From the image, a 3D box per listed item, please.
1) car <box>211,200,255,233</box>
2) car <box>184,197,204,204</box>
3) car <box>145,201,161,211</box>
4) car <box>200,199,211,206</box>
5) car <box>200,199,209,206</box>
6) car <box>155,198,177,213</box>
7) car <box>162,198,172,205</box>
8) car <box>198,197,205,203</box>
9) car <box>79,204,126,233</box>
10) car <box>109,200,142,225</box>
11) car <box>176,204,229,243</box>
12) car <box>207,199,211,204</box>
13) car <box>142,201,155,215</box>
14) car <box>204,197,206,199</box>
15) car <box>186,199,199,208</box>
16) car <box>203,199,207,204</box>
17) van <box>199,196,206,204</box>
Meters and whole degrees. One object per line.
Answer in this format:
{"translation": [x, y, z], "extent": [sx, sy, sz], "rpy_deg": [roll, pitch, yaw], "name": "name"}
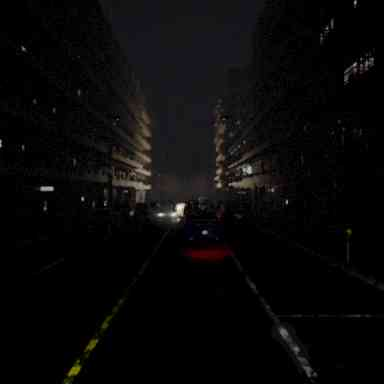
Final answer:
{"translation": [2.640, 1.502, 20.984], "extent": [2.192, 1.841, 5.009], "rpy_deg": [-1, 0, 0], "name": "car"}
{"translation": [0.097, 1.709, 41.364], "extent": [2.097, 1.767, 4.553], "rpy_deg": [0, 0, 0], "name": "car"}
{"translation": [-5.704, 1.988, 49.245], "extent": [1.947, 1.339, 4.313], "rpy_deg": [-1, 0, 0], "name": "car"}
{"translation": [2.675, 2.110, 66.297], "extent": [2.008, 1.369, 4.403], "rpy_deg": [-1, 0, 0], "name": "car"}
{"translation": [2.675, 2.185, 71.961], "extent": [1.802, 1.307, 4.206], "rpy_deg": [-1, 0, 0], "name": "car"}
{"translation": [-3.088, 1.719, 42.485], "extent": [2.097, 1.767, 4.553], "rpy_deg": [0, 0, 0], "name": "car"}
{"translation": [-5.706, 2.198, 77.569], "extent": [2.008, 1.369, 4.403], "rpy_deg": [-1, 0, 0], "name": "car"}
{"translation": [2.671, 2.212, 94.620], "extent": [1.967, 1.590, 4.097], "rpy_deg": [-1, 0, 0], "name": "car"}
{"translation": [-5.703, 1.731, 20.923], "extent": [1.887, 1.381, 4.507], "rpy_deg": [-1, 0, 0], "name": "car"}
{"translation": [-5.707, 1.550, 26.588], "extent": [2.192, 1.841, 5.009], "rpy_deg": [-1, 0, 0], "name": "car"}
{"translation": [0.367, 1.629, 16.994], "extent": [1.882, 1.535, 5.008], "rpy_deg": [0, 0, -5], "name": "car"}
{"translation": [2.639, 1.550, 26.649], "extent": [2.192, 1.841, 5.009], "rpy_deg": [-1, 0, 0], "name": "car"}
{"translation": [-5.704, 1.875, 37.915], "extent": [1.887, 1.381, 4.507], "rpy_deg": [-1, 0, 0], "name": "car"}
{"translation": [2.677, 2.080, 60.632], "extent": [1.947, 1.339, 4.313], "rpy_deg": [-1, 0, 0], "name": "car"}
{"translation": [0.098, 1.998, 59.624], "extent": [2.128, 1.511, 4.902], "rpy_deg": [0, 0, 0], "name": "car"}
{"translation": [2.643, 1.875, 37.976], "extent": [1.887, 1.381, 4.507], "rpy_deg": [-1, 0, 0], "name": "car"}
{"translation": [2.670, 2.030, 83.291], "extent": [1.690, 1.788, 3.998], "rpy_deg": [-1, 0, 0], "name": "van"}
